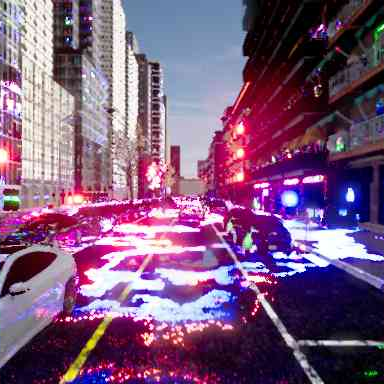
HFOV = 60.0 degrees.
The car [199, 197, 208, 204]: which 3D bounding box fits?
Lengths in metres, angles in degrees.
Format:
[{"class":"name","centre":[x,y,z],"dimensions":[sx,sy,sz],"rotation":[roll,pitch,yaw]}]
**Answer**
[{"class":"car","centre":[2.630,2.017,79.625],"dimensions":[2.008,1.369,4.403],"rotation":[0,0,0]}]

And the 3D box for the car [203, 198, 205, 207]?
[{"class":"car","centre":[2.655,1.840,46.430],"dimensions":[1.802,1.307,4.206],"rotation":[0,0,0]}]

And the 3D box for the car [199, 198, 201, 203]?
[{"class":"car","centre":[2.646,1.766,57.495],"dimensions":[1.967,1.590,4.097],"rotation":[0,0,0]}]

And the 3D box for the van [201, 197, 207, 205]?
[{"class":"van","centre":[2.651,1.633,51.963],"dimensions":[1.690,1.788,3.998],"rotation":[0,0,0]}]

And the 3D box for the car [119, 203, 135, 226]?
[{"class":"car","centre":[-5.709,1.681,24.293],"dimensions":[2.008,1.369,4.403],"rotation":[0,0,0]}]

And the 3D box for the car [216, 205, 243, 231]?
[{"class":"car","centre":[2.675,1.651,18.767],"dimensions":[2.008,1.369,4.403],"rotation":[0,0,0]}]

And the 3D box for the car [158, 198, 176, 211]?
[{"class":"car","centre":[-3.116,1.771,44.381],"dimensions":[1.812,1.442,4.674],"rotation":[0,0,0]}]

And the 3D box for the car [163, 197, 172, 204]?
[{"class":"car","centre":[-5.750,2.011,79.619],"dimensions":[1.887,1.381,4.507],"rotation":[0,0,0]}]

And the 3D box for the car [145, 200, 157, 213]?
[{"class":"car","centre":[-5.721,1.749,40.721],"dimensions":[1.752,1.417,4.829],"rotation":[0,0,0]}]

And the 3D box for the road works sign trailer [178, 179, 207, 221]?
[{"class":"road works sign trailer","centre":[-0.022,0.621,29.038],"dimensions":[2.380,3.560,2.880],"rotation":[0,0,0]}]

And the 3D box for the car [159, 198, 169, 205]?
[{"class":"car","centre":[-5.741,1.919,68.384],"dimensions":[1.752,1.417,4.829],"rotation":[0,0,0]}]

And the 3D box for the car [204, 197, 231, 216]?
[{"class":"car","centre":[2.663,1.632,35.365],"dimensions":[1.967,1.590,4.097],"rotation":[0,0,0]}]

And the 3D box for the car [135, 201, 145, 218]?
[{"class":"car","centre":[-5.713,1.705,29.826],"dimensions":[1.887,1.381,4.507],"rotation":[0,0,0]}]

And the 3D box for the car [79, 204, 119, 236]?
[{"class":"car","centre":[-5.705,1.540,18.763],"dimensions":[1.967,1.590,4.097],"rotation":[0,0,0]}]

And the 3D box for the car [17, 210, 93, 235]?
[{"class":"car","centre":[-5.701,1.621,13.229],"dimensions":[2.008,1.369,4.403],"rotation":[0,0,0]}]

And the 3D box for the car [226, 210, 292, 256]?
[{"class":"car","centre":[2.679,1.621,13.234],"dimensions":[2.008,1.369,4.403],"rotation":[0,0,0]}]

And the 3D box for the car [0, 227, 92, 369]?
[{"class":"car","centre":[-3.105,1.553,4.807],"dimensions":[1.812,1.442,4.674],"rotation":[0,0,0]}]

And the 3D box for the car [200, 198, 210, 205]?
[{"class":"car","centre":[2.639,1.946,68.559],"dimensions":[2.008,1.369,4.403],"rotation":[0,0,0]}]
